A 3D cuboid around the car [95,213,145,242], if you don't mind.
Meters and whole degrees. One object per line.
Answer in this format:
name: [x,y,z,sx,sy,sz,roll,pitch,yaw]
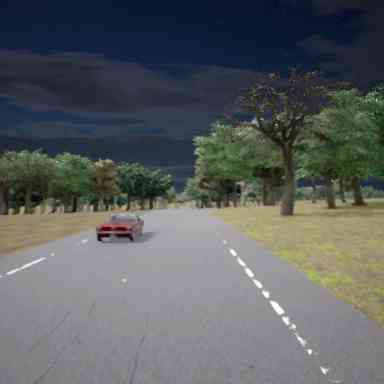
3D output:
car: [-3.754,1.843,18.014,1.895,1.301,4.718,0,-1,-1]
